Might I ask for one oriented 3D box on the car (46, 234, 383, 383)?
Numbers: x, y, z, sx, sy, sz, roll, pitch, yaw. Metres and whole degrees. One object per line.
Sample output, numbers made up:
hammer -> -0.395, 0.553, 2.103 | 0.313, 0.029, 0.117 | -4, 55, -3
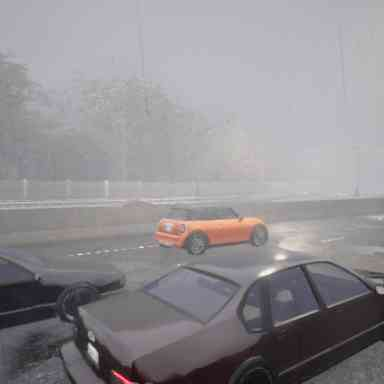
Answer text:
car -> 1.128, 1.516, 4.553 | 5.357, 1.411, 2.033 | -1, 0, -36

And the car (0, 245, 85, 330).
car -> -3.762, 1.548, 5.361 | 5.357, 1.411, 2.033 | -1, 0, -35

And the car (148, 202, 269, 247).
car -> 0.904, 1.278, 12.996 | 4.553, 1.767, 2.097 | -1, 0, -36

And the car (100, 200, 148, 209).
car -> -4.908, 1.377, 26.276 | 5.008, 1.535, 1.882 | 0, 0, -35
